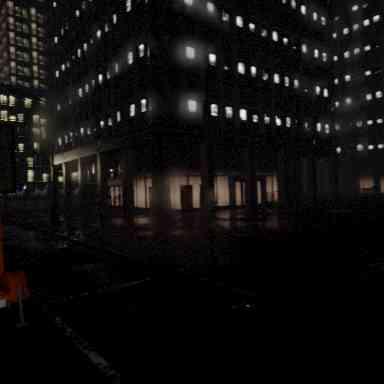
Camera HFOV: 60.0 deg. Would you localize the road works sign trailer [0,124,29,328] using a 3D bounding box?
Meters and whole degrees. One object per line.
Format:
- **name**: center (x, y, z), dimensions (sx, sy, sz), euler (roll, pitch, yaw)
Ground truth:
- **road works sign trailer**: center (-4.483, 0.453, 5.902), dimensions (2.380, 3.560, 2.880), euler (-2, 1, -39)
